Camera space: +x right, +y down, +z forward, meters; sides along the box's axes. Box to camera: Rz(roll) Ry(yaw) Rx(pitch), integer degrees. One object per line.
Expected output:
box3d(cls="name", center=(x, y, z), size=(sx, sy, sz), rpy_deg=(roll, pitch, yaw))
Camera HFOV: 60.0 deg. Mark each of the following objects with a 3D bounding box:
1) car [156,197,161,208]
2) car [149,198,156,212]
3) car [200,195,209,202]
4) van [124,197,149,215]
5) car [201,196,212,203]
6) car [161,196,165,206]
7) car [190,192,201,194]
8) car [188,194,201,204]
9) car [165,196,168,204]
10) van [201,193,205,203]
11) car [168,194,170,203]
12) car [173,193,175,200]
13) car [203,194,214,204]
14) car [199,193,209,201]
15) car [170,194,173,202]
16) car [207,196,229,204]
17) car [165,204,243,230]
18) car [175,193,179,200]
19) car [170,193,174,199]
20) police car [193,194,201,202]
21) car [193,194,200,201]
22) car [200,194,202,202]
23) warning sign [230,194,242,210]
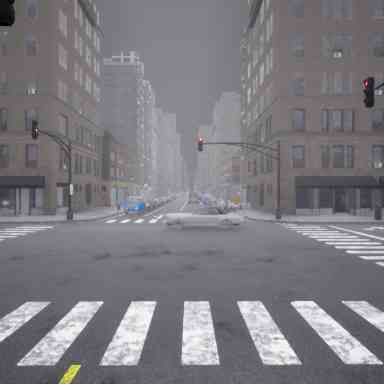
box3d(cls="car", center=(-5.664, 1.568, 44.716), size=(1.947, 1.339, 4.313), rpy_deg=(0, 0, 0))
box3d(cls="car", center=(-5.690, 1.442, 39.048), size=(1.967, 1.590, 4.097), rpy_deg=(0, 0, 0))
box3d(cls="car", center=(3.012, 1.436, 78.698), size=(1.967, 1.590, 4.097), rpy_deg=(0, 0, 0))
box3d(cls="van", center=(-5.715, 1.343, 33.380), size=(1.690, 1.788, 3.998), rpy_deg=(0, 0, 0))
box3d(cls="car", center=(2.962, 1.551, 67.359), size=(2.008, 1.369, 4.403), rpy_deg=(0, 0, 0))
box3d(cls="car", center=(-5.639, 1.585, 50.385), size=(1.802, 1.307, 4.206), rpy_deg=(0, 0, 0))
box3d(cls="car", center=(0.319, 1.038, 72.949), size=(2.150, 2.045, 5.566), rpy_deg=(0, 0, 0))
box3d(cls="car", center=(0.275, 1.565, 62.915), size=(1.994, 1.385, 4.181), rpy_deg=(0, 0, 0))
box3d(cls="car", center=(-5.615, 1.568, 56.053), size=(1.947, 1.339, 4.313), rpy_deg=(0, 0, 0))
box3d(cls="van", center=(2.911, 1.343, 56.021), size=(1.690, 1.788, 3.998), rpy_deg=(0, 0, 0))
box3d(cls="car", center=(-5.590, 1.527, 61.551), size=(1.752, 1.417, 4.829), rpy_deg=(0, 0, 0))
box3d(cls="car", center=(-5.515, 1.521, 78.556), size=(1.752, 1.417, 4.829), rpy_deg=(0, 0, 0))
box3d(cls="car", center=(2.861, 1.443, 44.682), size=(1.967, 1.590, 4.097), rpy_deg=(0, 0, 0))
box3d(cls="car", center=(3.036, 1.308, 84.367), size=(2.192, 1.841, 5.009), rpy_deg=(0, 0, 0))
box3d(cls="car", center=(-5.564, 1.566, 67.389), size=(1.947, 1.339, 4.313), rpy_deg=(0, 0, 0))
box3d(cls="car", center=(2.811, 1.442, 33.344), size=(1.967, 1.590, 4.097), rpy_deg=(0, 0, 0))
box3d(cls="car", center=(0.689, 1.601, 20.606), size=(4.718, 1.301, 1.895), rpy_deg=(0, 0, 0))
box3d(cls="car", center=(-5.464, 1.306, 90.062), size=(2.192, 1.841, 5.009), rpy_deg=(0, 0, 0))
box3d(cls="car", center=(-5.539, 1.543, 73.057), size=(1.887, 1.381, 4.507), rpy_deg=(0, 0, 0))
box3d(cls="police car", center=(1.144, 1.421, 79.442), size=(1.930, 1.638, 5.238), rpy_deg=(0, 0, -1))
box3d(cls="car", center=(1.179, 1.447, 89.537), size=(1.801, 1.575, 5.366), rpy_deg=(0, 0, 0))
box3d(cls="car", center=(2.937, 1.526, 61.860), size=(1.752, 1.417, 4.829), rpy_deg=(0, 0, 0))
box3d(cls="warning sign", center=(5.239, 1.118, 39.328), size=(1.300, 1.860, 1.060), rpy_deg=(0, 0, 0))
